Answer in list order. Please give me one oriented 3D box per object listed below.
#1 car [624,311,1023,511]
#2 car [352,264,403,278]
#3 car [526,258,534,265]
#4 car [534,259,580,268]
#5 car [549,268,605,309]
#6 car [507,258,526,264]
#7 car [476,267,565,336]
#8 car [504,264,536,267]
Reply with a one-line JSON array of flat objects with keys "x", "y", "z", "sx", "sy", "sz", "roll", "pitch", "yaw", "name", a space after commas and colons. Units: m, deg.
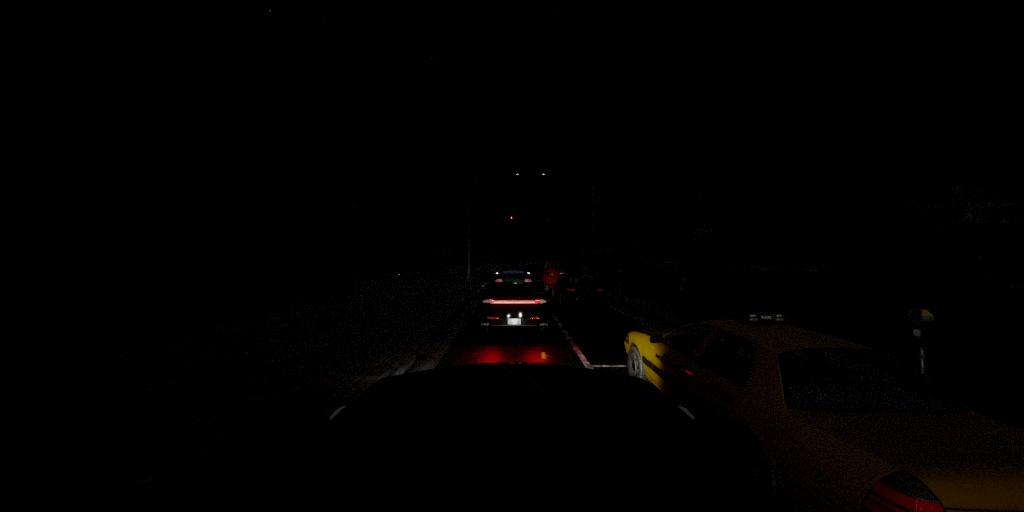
[{"x": 2.642, "y": 1.276, "z": 4.042, "sx": 1.751, "sy": 1.417, "sz": 4.829, "roll": 0, "pitch": 0, "yaw": 0, "name": "car"}, {"x": -12.208, "y": 1.343, "z": 31.807, "sx": 4.718, "sy": 1.301, "sz": 1.895, "roll": 0, "pitch": -1, "yaw": 0, "name": "car"}, {"x": 2.699, "y": 1.356, "z": 46.648, "sx": 1.888, "sy": 1.381, "sz": 4.507, "roll": 0, "pitch": 0, "yaw": 0, "name": "car"}, {"x": 2.663, "y": 1.076, "z": 20.219, "sx": 2.192, "sy": 1.841, "sz": 5.009, "roll": 0, "pitch": 0, "yaw": 0, "name": "car"}, {"x": 2.656, "y": 1.338, "z": 14.770, "sx": 1.802, "sy": 1.307, "sz": 4.207, "roll": 0, "pitch": 0, "yaw": 0, "name": "car"}, {"x": 0.148, "y": 1.306, "z": 43.283, "sx": 1.837, "sy": 1.490, "sz": 4.892, "roll": -2, "pitch": 0, "yaw": -4, "name": "car"}, {"x": 0.077, "y": 1.245, "z": 10.393, "sx": 2.128, "sy": 1.511, "sz": 4.902, "roll": 0, "pitch": 0, "yaw": 1, "name": "car"}, {"x": 0.053, "y": 1.325, "z": 19.337, "sx": 1.994, "sy": 1.385, "sz": 4.181, "roll": 0, "pitch": 0, "yaw": -1, "name": "car"}]
